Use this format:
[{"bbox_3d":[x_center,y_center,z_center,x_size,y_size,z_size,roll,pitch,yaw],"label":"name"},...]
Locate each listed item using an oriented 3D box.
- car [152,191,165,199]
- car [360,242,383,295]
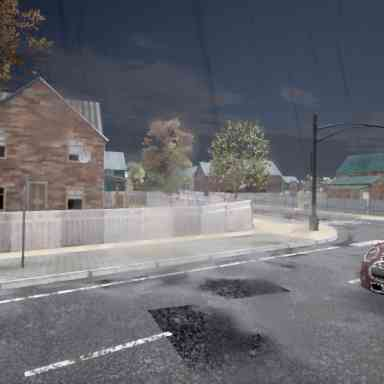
[{"bbox_3d":[-6.224,0.639,61.693,1.812,1.442,4.674,1,1,-20],"label":"car"},{"bbox_3d":[5.887,1.356,7.634,4.553,1.767,2.097,0,0,-35],"label":"car"}]
